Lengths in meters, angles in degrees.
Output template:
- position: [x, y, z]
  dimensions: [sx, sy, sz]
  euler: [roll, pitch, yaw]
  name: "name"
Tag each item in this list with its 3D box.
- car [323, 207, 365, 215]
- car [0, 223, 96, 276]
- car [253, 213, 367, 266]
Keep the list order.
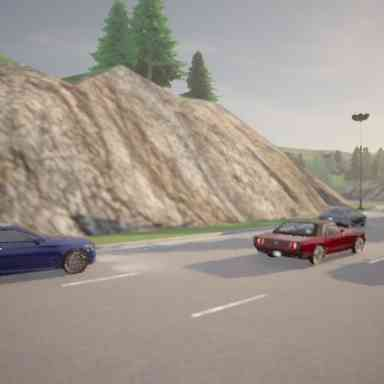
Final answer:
- position: [9.898, 1.647, 21.821]
  dimensions: [1.994, 1.385, 4.181]
  euler: [0, 0, 45]
  name: "car"
- position: [-4.964, 1.562, 8.927]
  dimensions: [4.674, 1.442, 1.812]
  euler: [0, 0, -36]
  name: "car"
- position: [4.367, 1.647, 11.846]
  dimensions: [4.718, 1.301, 1.895]
  euler: [0, 0, -40]
  name: "car"
